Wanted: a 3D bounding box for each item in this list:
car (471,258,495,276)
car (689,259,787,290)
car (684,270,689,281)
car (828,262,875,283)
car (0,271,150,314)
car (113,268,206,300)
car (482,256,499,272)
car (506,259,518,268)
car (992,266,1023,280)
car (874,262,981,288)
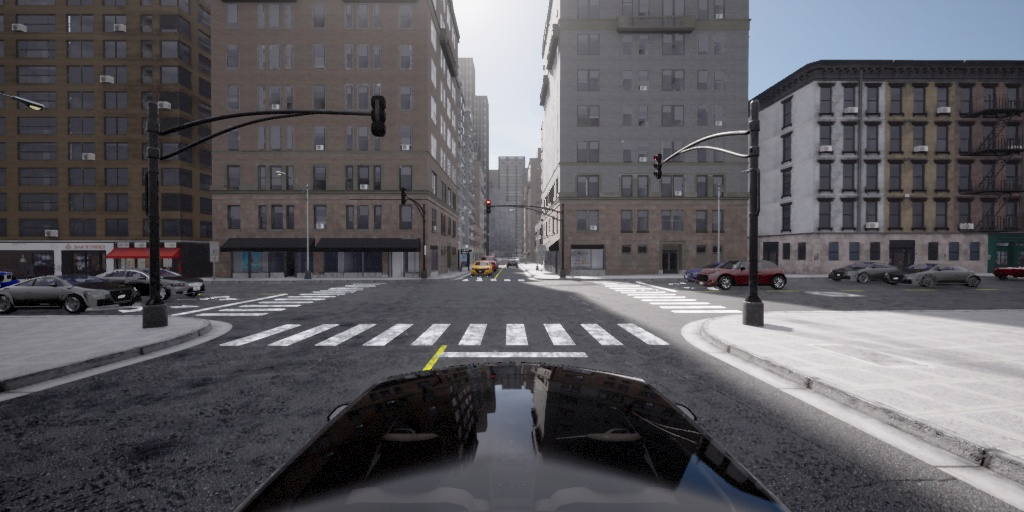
[{"bbox_3d":[-3.115,1.233,37.526,1.882,1.535,5.008,0,0,0],"label":"car"},{"bbox_3d":[13.346,0.994,21.089,4.553,1.767,2.097,0,1,-1],"label":"car"},{"bbox_3d":[14.173,1.127,24.365,4.674,1.442,1.812,0,1,0],"label":"car"},{"bbox_3d":[24.193,1.097,24.426,4.181,1.385,1.994,0,1,-1],"label":"car"},{"bbox_3d":[-17.527,1.442,14.251,4.181,1.385,1.994,0,1,0],"label":"car"},{"bbox_3d":[-17.797,1.335,17.510,4.902,1.511,2.128,0,1,1],"label":"car"},{"bbox_3d":[-3.124,0.984,47.482,2.150,2.045,5.566,0,0,0],"label":"car"},{"bbox_3d":[0.063,1.285,63.475,1.837,1.490,4.892,0,-1,0],"label":"car"},{"bbox_3d":[36.155,1.049,24.467,4.718,1.301,1.895,0,1,0],"label":"car"},{"bbox_3d":[24.649,1.130,21.170,4.181,1.385,1.994,0,1,0],"label":"car"}]
